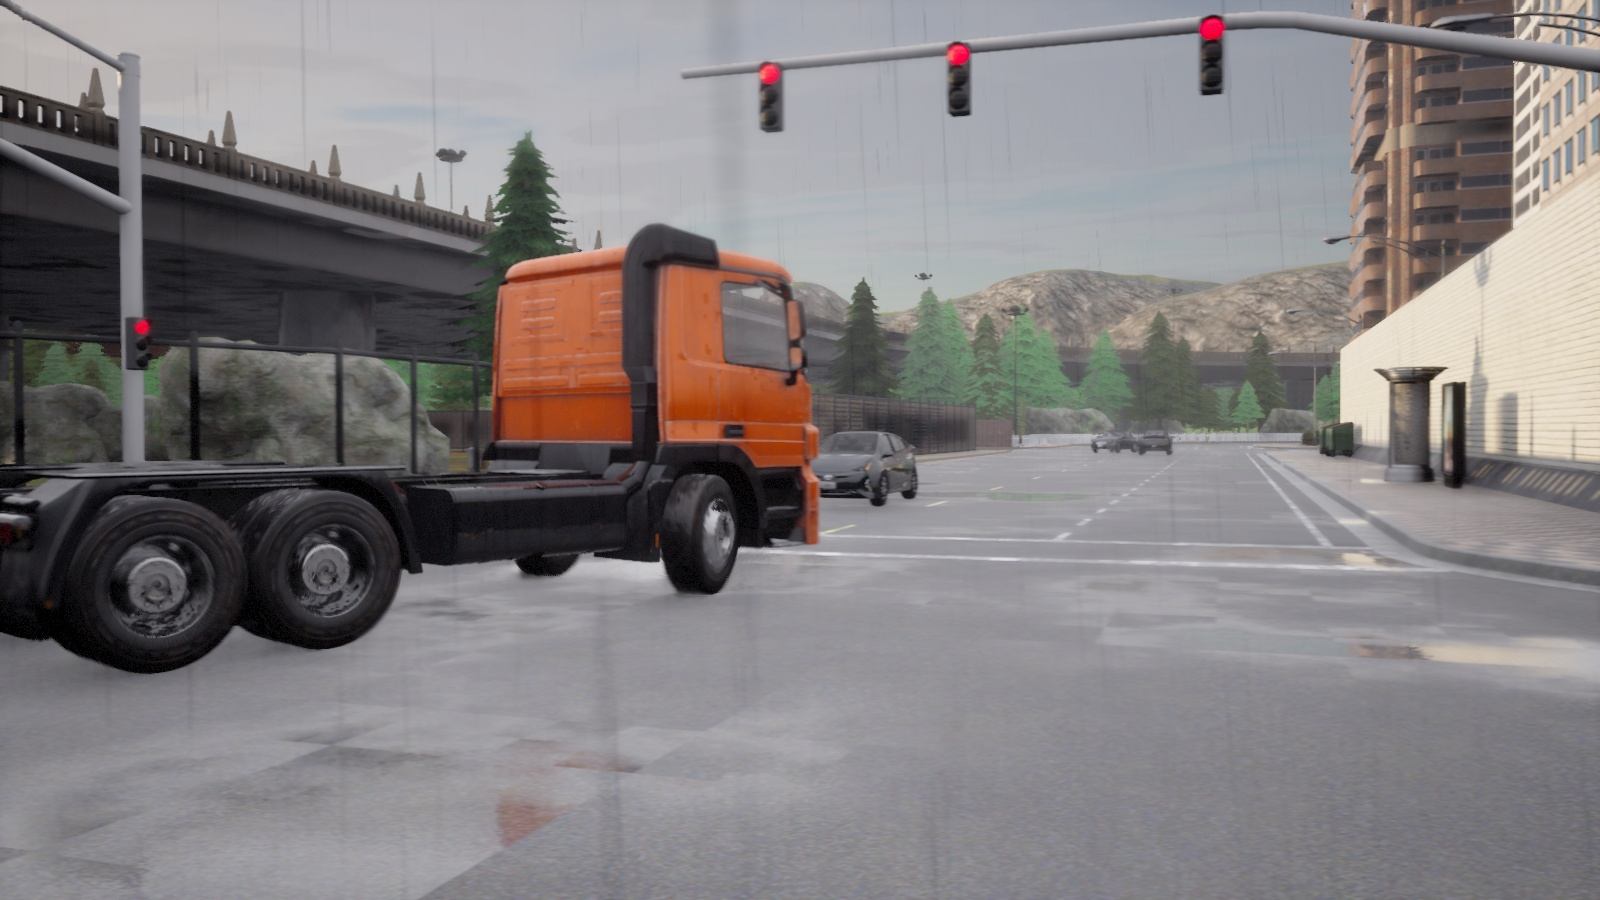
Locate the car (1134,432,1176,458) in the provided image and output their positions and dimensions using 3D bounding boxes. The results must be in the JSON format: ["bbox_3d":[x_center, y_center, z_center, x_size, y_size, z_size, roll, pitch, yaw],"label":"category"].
[{"bbox_3d":[21.469,-0.333,75.835,2.128,1.511,4.902,0,1,19],"label":"car"}]

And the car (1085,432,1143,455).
[{"bbox_3d":[21.209,-0.426,84.744,2.128,1.511,4.902,1,1,36],"label":"car"}]

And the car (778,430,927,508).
[{"bbox_3d":[1.240,0.331,27.077,2.007,1.525,4.514,0,1,19],"label":"car"}]

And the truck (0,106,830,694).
[{"bbox_3d":[-3.400,-0.346,11.089,2.891,3.462,7.936,1,1,41],"label":"truck"}]
